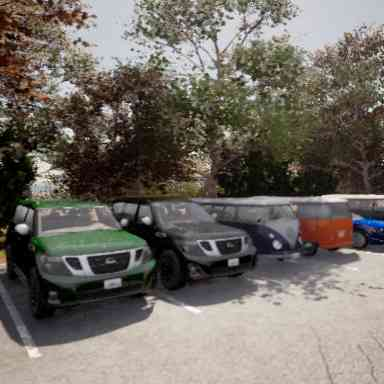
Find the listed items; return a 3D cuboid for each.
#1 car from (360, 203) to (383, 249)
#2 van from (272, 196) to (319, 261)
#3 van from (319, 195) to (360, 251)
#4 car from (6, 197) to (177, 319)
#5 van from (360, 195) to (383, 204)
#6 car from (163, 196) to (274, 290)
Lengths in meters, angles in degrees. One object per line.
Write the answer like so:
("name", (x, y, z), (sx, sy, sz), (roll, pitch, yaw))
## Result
("car", (6.049, 1.376, 14.384), (2.097, 1.535, 5.008), (-1, 0, -35))
("van", (1.609, 1.194, 11.066), (1.878, 1.987, 4.442), (-1, 0, -35))
("van", (3.728, 1.172, 12.865), (1.878, 1.987, 4.442), (-1, 0, -35))
("car", (-2.952, 1.212, 7.920), (2.435, 2.045, 5.566), (-1, 0, -36))
("van", (8.381, 1.131, 15.909), (1.878, 1.987, 4.442), (0, 0, -36))
("car", (-0.697, 1.190, 9.529), (2.435, 2.045, 5.566), (-1, 0, -36))
